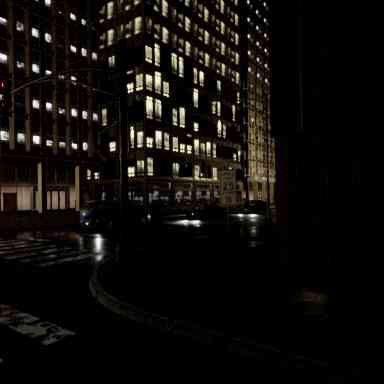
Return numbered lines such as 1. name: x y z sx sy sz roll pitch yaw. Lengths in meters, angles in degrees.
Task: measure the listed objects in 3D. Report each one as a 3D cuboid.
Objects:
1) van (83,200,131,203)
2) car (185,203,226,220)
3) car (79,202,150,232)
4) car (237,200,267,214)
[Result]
1. van: -6.000 1.460 23.517 1.690 1.788 3.998 -2 -1 36
2. car: 1.205 1.649 29.083 1.994 1.385 4.181 -1 -1 36
3. car: -4.659 1.571 20.982 1.837 1.490 4.892 -1 -1 33
4. car: 7.104 1.631 37.269 1.812 1.442 4.674 -1 -1 36
